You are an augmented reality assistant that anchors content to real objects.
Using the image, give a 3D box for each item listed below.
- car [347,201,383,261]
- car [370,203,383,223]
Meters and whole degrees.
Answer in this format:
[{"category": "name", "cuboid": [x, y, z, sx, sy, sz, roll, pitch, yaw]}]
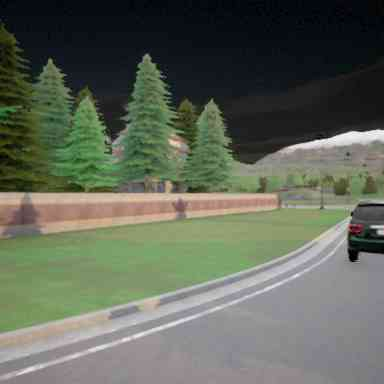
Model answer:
[{"category": "car", "cuboid": [7.179, 1.341, 12.350, 2.150, 2.045, 5.566, -1, -1, 31]}, {"category": "car", "cuboid": [16.665, 1.765, 28.722, 2.128, 1.511, 4.902, -1, -1, 30]}]
